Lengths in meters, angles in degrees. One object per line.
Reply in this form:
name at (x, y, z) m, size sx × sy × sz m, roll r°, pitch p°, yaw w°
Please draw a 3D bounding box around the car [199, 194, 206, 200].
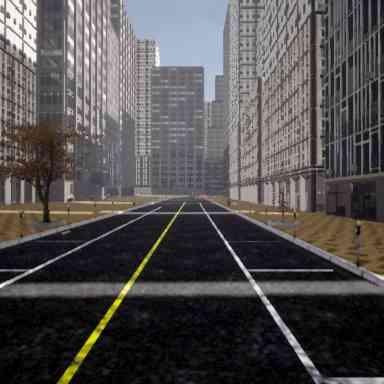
car at (3.000, 1.332, 95.359) m, size 2.097 × 1.767 × 4.553 m, roll 0°, pitch 0°, yaw 0°
